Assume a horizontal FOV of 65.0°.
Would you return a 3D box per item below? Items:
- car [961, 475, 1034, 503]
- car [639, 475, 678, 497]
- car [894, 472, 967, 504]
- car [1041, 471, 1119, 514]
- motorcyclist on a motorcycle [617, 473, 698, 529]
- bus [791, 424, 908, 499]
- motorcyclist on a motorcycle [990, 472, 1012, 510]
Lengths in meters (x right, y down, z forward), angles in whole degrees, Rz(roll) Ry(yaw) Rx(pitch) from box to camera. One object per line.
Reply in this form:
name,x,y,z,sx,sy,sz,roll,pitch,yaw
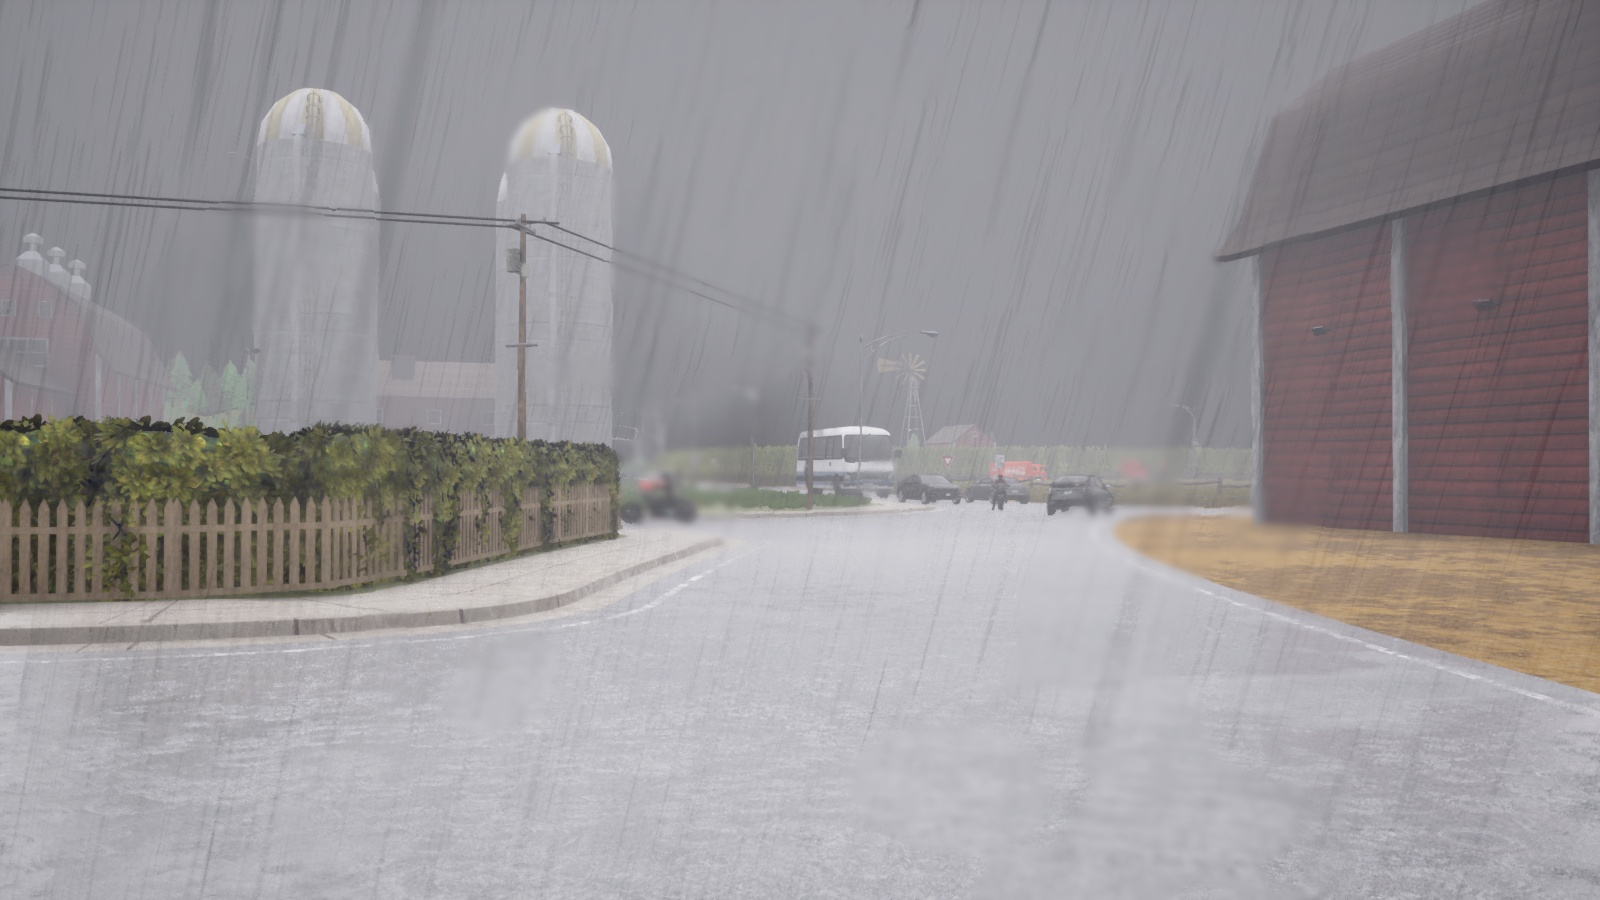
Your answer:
car,10.056,1.968,64.246,1.994,1.385,4.181,0,-1,-18
car,-8.947,2.262,79.603,2.207,1.376,1.481,0,-1,-17
car,6.552,1.890,63.757,1.882,1.535,5.008,0,-1,-17
car,10.735,1.579,47.861,2.007,1.525,4.514,-1,-1,24
motorcyclist on a motorcycle,-4.351,1.542,38.389,2.350,1.649,0.766,-1,0,0
bus,2.820,0.731,76.196,3.944,4.253,10.273,0,-1,-17
motorcyclist on a motorcycle,8.435,1.709,52.777,0.797,1.523,2.044,0,-1,6
